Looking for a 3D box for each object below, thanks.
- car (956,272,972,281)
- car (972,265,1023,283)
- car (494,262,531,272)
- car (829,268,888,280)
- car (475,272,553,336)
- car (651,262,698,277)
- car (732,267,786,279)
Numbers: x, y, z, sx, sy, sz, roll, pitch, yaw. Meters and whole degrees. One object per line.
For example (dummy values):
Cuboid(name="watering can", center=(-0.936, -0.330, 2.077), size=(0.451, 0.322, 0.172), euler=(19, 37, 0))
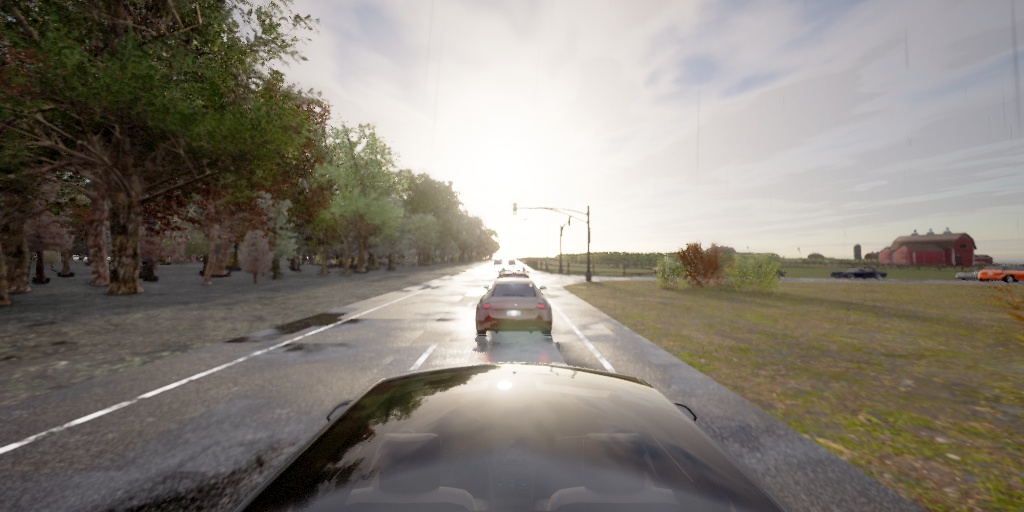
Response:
Cuboid(name="car", center=(51.012, 2.063, 38.557), size=(4.718, 1.301, 1.895), euler=(1, -1, 1))
Cuboid(name="car", center=(48.892, 1.722, 35.050), size=(4.553, 1.767, 2.097), euler=(1, -1, 0))
Cuboid(name="car", center=(0.093, 1.298, 21.506), size=(2.128, 1.511, 4.902), euler=(0, 0, 0))
Cuboid(name="car", center=(37.294, 1.913, 38.687), size=(4.718, 1.301, 1.895), euler=(1, -1, 0))
Cuboid(name="car", center=(0.086, 1.339, 10.550), size=(1.994, 1.385, 4.181), euler=(0, 0, 1))
Cuboid(name="car", center=(17.550, 1.449, 38.818), size=(4.553, 1.767, 2.097), euler=(1, -1, 1))
Cuboid(name="car", center=(26.596, 1.796, 38.737), size=(4.718, 1.301, 1.895), euler=(1, -1, 0))
